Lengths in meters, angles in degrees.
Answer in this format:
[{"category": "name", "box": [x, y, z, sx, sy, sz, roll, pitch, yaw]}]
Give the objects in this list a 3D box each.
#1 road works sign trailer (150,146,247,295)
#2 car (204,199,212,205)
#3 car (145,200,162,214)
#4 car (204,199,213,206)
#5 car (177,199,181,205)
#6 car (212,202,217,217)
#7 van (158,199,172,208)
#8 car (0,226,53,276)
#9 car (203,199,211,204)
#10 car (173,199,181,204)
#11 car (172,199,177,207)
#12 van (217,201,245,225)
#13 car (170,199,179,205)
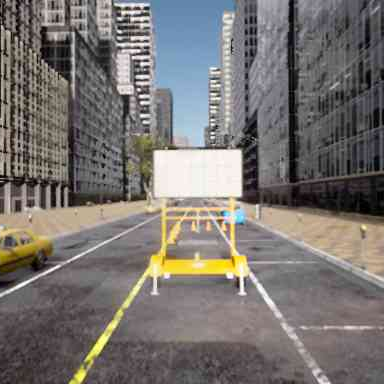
[{"category": "road works sign trailer", "box": [0.162, 0.571, 9.022, 2.380, 3.560, 2.880, 0, -1, 1]}, {"category": "car", "box": [4.032, 2.511, 82.899, 1.887, 1.381, 4.507, 0, -1, 1]}, {"category": "car", "box": [-4.981, 2.059, 43.195, 1.752, 1.417, 4.829, 0, -1, 1]}, {"category": "car", "box": [3.852, 2.383, 71.565, 2.008, 1.369, 4.403, 0, -1, 1]}, {"category": "car", "box": [-4.439, 2.253, 77.369, 2.192, 1.841, 5.009, 0, -1, 1]}, {"category": "car", "box": [3.223, 1.890, 32.067, 1.752, 1.417, 4.829, 0, -1, 1]}, {"category": "van", "box": [-4.800, 2.011, 54.701, 1.690, 1.788, 3.998, 0, -1, 1]}, {"category": "car", "box": [-5.522, 1.659, 9.194, 1.752, 1.417, 4.829, 0, -1, 1]}, {"category": "car", "box": [4.212, 2.645, 94.233, 1.887, 1.381, 4.507, 0, -1, 1]}, {"category": "car", "box": [-4.167, 2.684, 94.367, 1.887, 1.381, 4.507, 0, -1, 1]}, {"category": "car", "box": [-4.618, 2.354, 66.032, 2.008, 1.369, 4.403, 0, -1, 1]}, {"category": "van", "box": [3.129, 1.637, 26.232, 1.690, 1.788, 3.998, 0, -1, 1]}, {"category": "car", "box": [-4.350, 2.529, 82.863, 1.752, 1.417, 4.829, 0, -1, 1]}]
